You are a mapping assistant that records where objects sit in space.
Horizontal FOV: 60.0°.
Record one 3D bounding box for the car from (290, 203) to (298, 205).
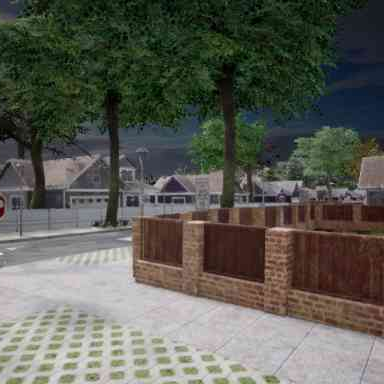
[{"bbox_3d":[14.539,2.363,46.524,2.128,1.511,4.902,-1,-2,35],"label":"car"}]
